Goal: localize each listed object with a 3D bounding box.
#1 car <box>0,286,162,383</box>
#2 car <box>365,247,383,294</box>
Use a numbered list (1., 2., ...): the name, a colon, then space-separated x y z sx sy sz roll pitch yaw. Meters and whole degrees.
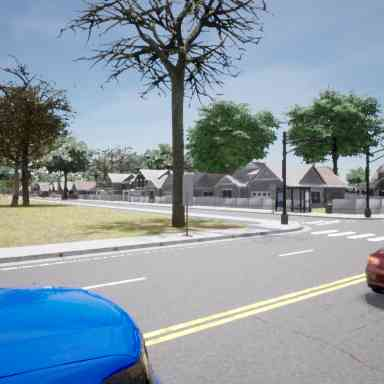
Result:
1. car: -2.768 1.222 1.467 5.566 2.045 2.150 0 0 -36
2. car: 5.704 1.525 7.486 4.674 1.442 1.812 0 0 -36
